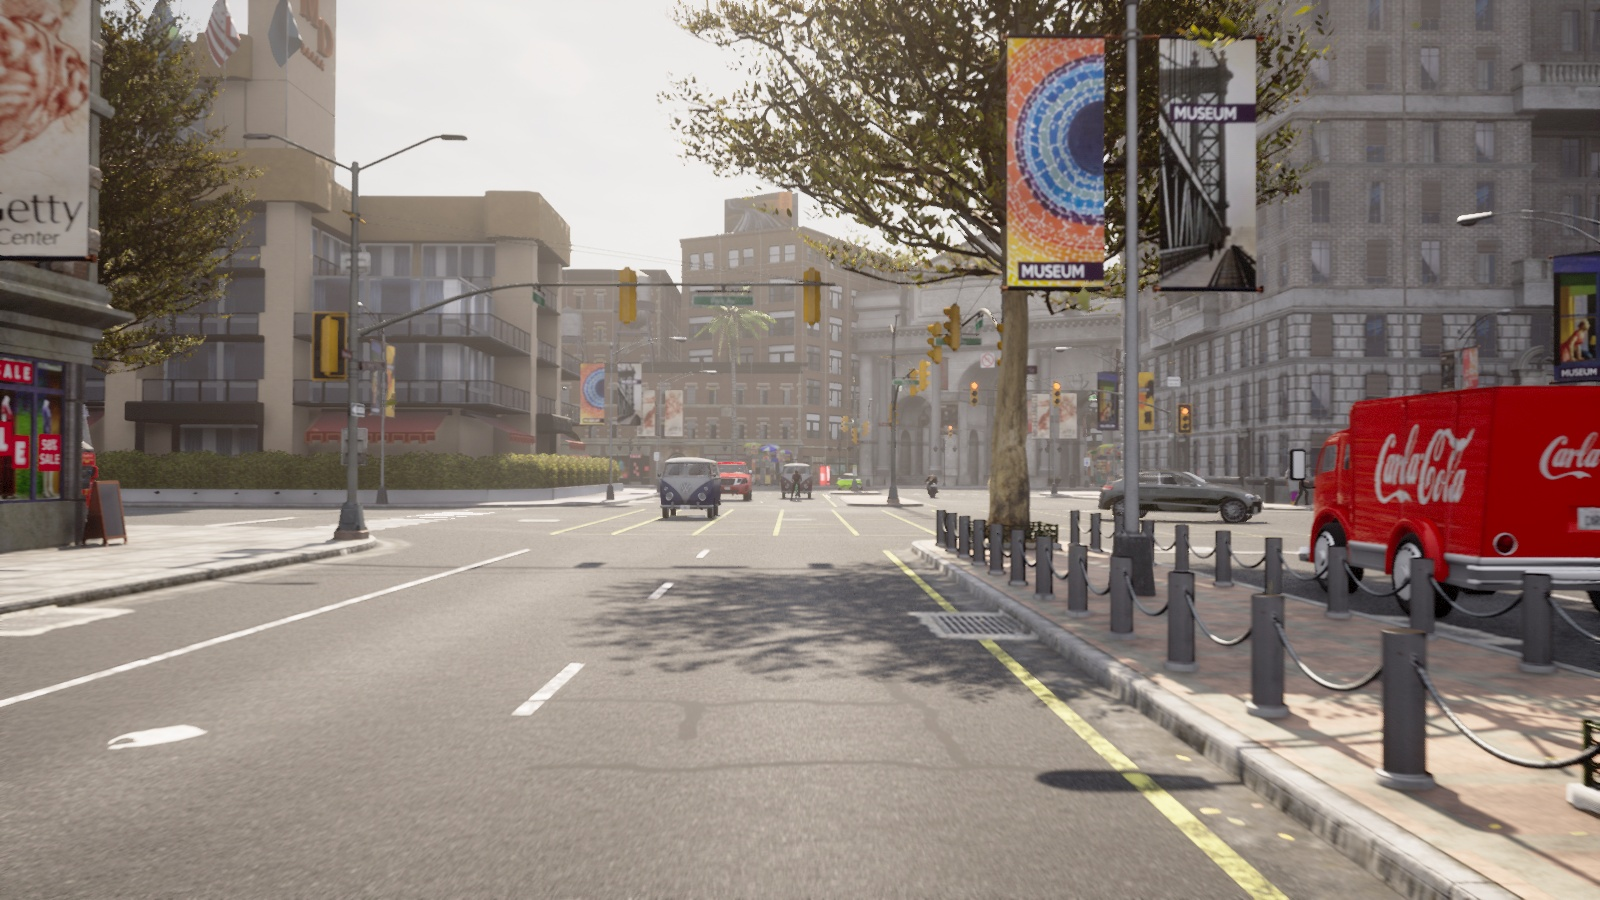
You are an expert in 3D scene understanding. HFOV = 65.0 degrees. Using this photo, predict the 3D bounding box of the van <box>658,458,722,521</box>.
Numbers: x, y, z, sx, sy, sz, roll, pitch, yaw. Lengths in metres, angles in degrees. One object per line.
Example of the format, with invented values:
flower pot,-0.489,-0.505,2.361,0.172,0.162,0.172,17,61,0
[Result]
van,-3.603,1.281,41.780,1.775,1.987,4.442,0,-1,0

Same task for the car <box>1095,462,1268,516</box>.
car,12.246,1.219,40.333,5.027,1.651,2.152,-1,-1,25

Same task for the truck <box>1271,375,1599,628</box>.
truck,7.856,0.546,14.889,2.627,2.467,5.204,0,-1,1

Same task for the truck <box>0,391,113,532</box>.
truck,-24.428,0.341,35.449,8.468,3.827,2.891,0,-1,0

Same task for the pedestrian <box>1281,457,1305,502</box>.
pedestrian,21.591,1.306,55.028,0.659,1.952,0.873,0,-1,-4

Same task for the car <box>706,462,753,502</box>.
car,-3.662,1.658,66.320,2.150,2.045,5.566,0,-1,0

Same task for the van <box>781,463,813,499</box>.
van,-0.175,1.765,71.624,1.775,1.987,4.442,0,-1,0

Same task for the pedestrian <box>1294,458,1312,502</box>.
pedestrian,21.151,1.271,52.827,0.345,1.836,0.594,1,-1,-43
